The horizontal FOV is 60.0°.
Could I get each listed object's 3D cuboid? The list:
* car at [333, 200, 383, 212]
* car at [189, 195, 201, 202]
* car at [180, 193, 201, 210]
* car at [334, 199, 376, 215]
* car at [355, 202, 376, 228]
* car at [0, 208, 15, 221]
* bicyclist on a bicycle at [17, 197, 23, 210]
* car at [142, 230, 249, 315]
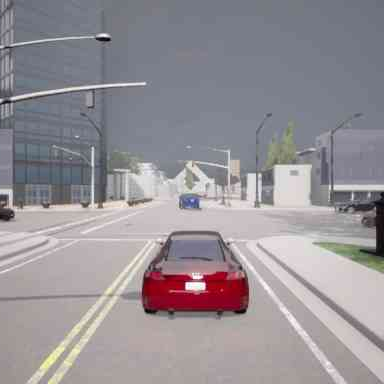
[{"bbox_3d":[18.447,1.561,37.071,4.718,1.301,1.895,0,0,-1],"label":"car"},{"bbox_3d":[0.742,1.523,77.264,1.812,1.442,4.674,0,0,12],"label":"car"},{"bbox_3d":[-0.321,1.224,44.136,2.150,2.045,5.566,-1,0,-9],"label":"car"},{"bbox_3d":[17.125,1.460,33.556,4.902,1.511,2.128,-1,0,0],"label":"car"},{"bbox_3d":[12.443,1.551,19.857,1.994,1.385,4.181,0,0,-38],"label":"car"},{"bbox_3d":[-16.612,1.587,26.091,5.008,1.535,1.882,-1,0,0],"label":"car"},{"bbox_3d":[-21.999,1.465,42.523,0.582,1.620,1.656,-1,0,0],"label":"bicyclist on a bicycle"},{"bbox_3d":[0.071,1.564,7.642,1.994,1.385,4.181,0,0,0],"label":"car"}]
